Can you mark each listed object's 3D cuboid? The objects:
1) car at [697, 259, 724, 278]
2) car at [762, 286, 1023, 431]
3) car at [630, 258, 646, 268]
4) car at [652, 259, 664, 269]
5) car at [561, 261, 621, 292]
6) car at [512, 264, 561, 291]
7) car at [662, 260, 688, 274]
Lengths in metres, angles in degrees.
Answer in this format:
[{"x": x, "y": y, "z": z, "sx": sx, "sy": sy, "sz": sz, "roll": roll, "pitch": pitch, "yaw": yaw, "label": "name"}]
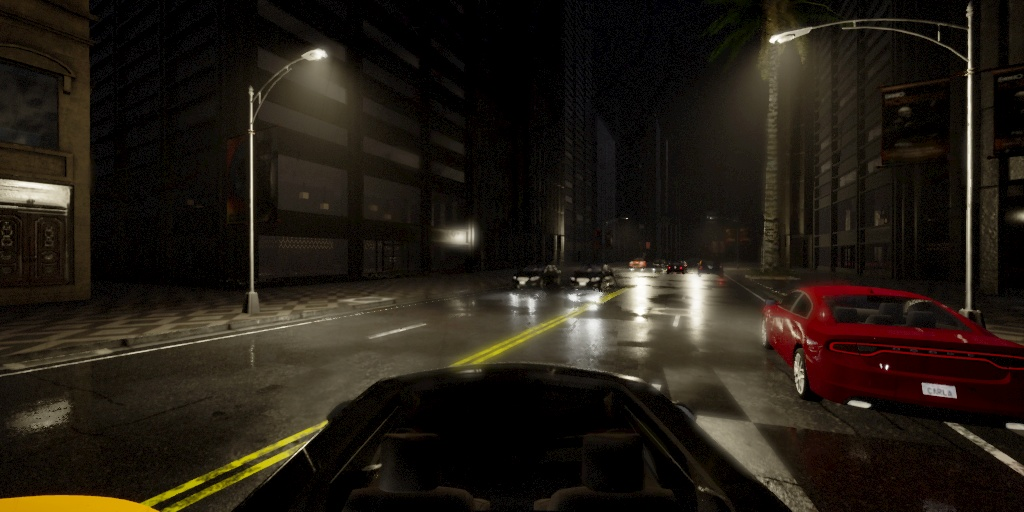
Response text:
[{"x": 19.310, "y": 1.118, "z": 34.948, "sx": 2.097, "sy": 1.767, "sz": 4.553, "roll": 0, "pitch": 0, "yaw": 27, "label": "car"}, {"x": 5.517, "y": 1.228, "z": 5.880, "sx": 1.882, "sy": 1.535, "sz": 5.008, "roll": 0, "pitch": 0, "yaw": 27, "label": "car"}, {"x": 21.080, "y": 1.142, "z": 59.987, "sx": 2.097, "sy": 1.767, "sz": 4.553, "roll": 0, "pitch": 0, "yaw": 28, "label": "car"}, {"x": 24.383, "y": 1.296, "z": 59.288, "sx": 1.837, "sy": 1.490, "sz": 4.892, "roll": 0, "pitch": 0, "yaw": 28, "label": "car"}, {"x": 4.951, "y": 1.246, "z": 21.673, "sx": 2.128, "sy": 1.511, "sz": 4.902, "roll": 0, "pitch": 0, "yaw": 27, "label": "car"}, {"x": 1.709, "y": 1.246, "z": 22.478, "sx": 2.128, "sy": 1.511, "sz": 4.902, "roll": 0, "pitch": 0, "yaw": 27, "label": "car"}, {"x": 18.673, "y": 1.317, "z": 40.771, "sx": 2.033, "sy": 1.411, "sz": 5.357, "roll": 0, "pitch": 0, "yaw": 27, "label": "car"}]
